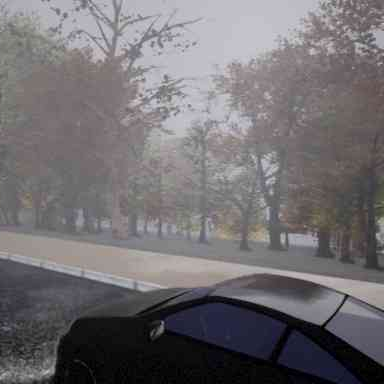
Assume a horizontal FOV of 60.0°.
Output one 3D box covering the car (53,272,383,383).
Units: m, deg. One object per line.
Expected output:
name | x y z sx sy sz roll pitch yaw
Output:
car | 0.501 1.566 3.329 4.181 1.385 1.994 0 0 35
